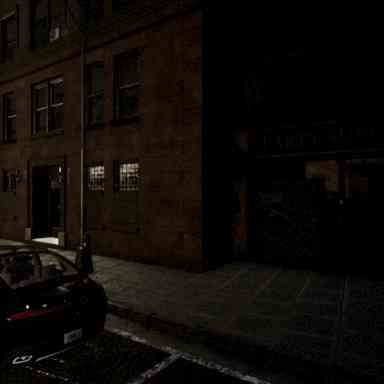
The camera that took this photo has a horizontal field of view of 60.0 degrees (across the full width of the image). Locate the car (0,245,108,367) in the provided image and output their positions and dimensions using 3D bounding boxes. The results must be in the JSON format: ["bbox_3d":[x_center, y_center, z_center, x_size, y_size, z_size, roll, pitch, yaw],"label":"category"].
[{"bbox_3d":[-3.248,1.551,5.410,4.403,1.369,2.008,0,0,36],"label":"car"}]
